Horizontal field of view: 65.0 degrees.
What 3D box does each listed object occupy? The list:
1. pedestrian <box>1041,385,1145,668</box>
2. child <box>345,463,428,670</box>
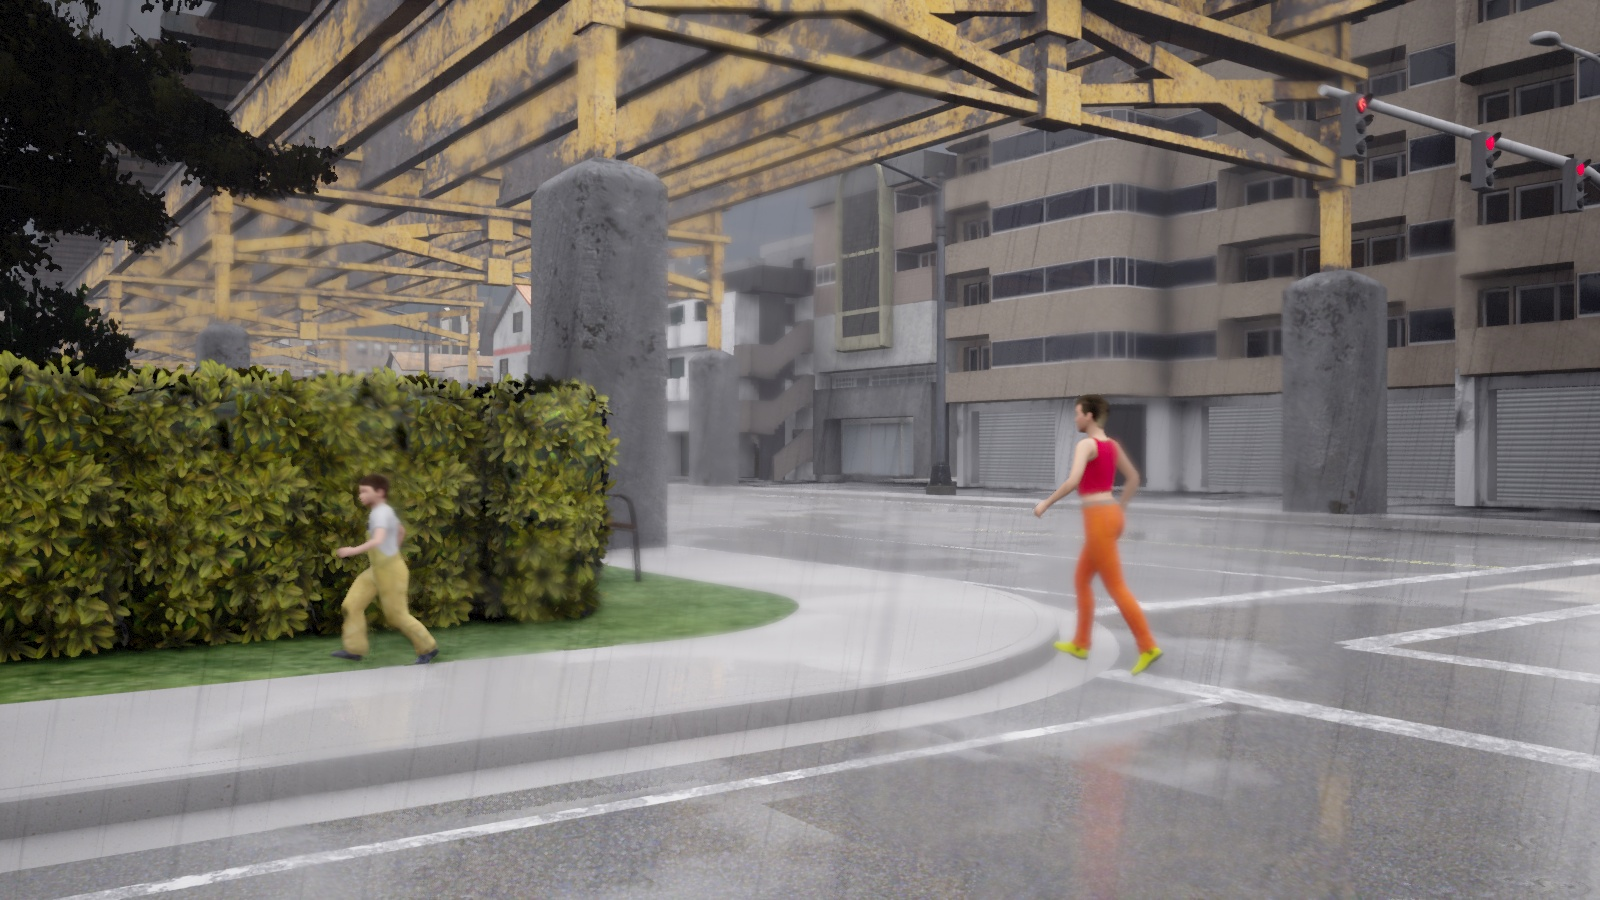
[{"bbox_3d":[1.975,0.497,8.467,0.594,1.836,0.345,0,0,35],"label":"pedestrian"},{"bbox_3d":[-2.611,0.715,7.934,0.437,1.263,0.270,0,0,-35],"label":"child"}]
